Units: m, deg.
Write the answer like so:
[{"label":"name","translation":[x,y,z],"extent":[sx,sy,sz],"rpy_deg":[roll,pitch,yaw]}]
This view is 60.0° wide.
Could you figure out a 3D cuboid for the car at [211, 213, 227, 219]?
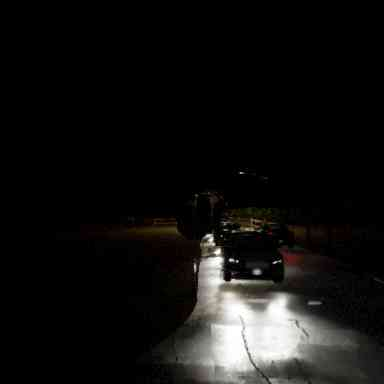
[{"label":"car","translation":[2.940,3.407,36.819],"extent":[2.150,2.045,5.566],"rpy_deg":[1,-4,2]}]

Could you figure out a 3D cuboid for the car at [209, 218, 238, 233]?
[{"label":"car","translation":[2.417,2.777,22.214],"extent":[2.128,1.511,4.902],"rpy_deg":[1,-3,2]}]

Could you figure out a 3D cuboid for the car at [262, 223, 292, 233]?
[{"label":"car","translation":[5.228,2.790,21.646],"extent":[2.128,1.511,4.902],"rpy_deg":[1,-3,2]}]

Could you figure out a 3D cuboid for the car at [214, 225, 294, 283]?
[{"label":"car","translation":[2.022,2.181,12.024],"extent":[2.128,1.511,4.902],"rpy_deg":[1,-3,3]}]
